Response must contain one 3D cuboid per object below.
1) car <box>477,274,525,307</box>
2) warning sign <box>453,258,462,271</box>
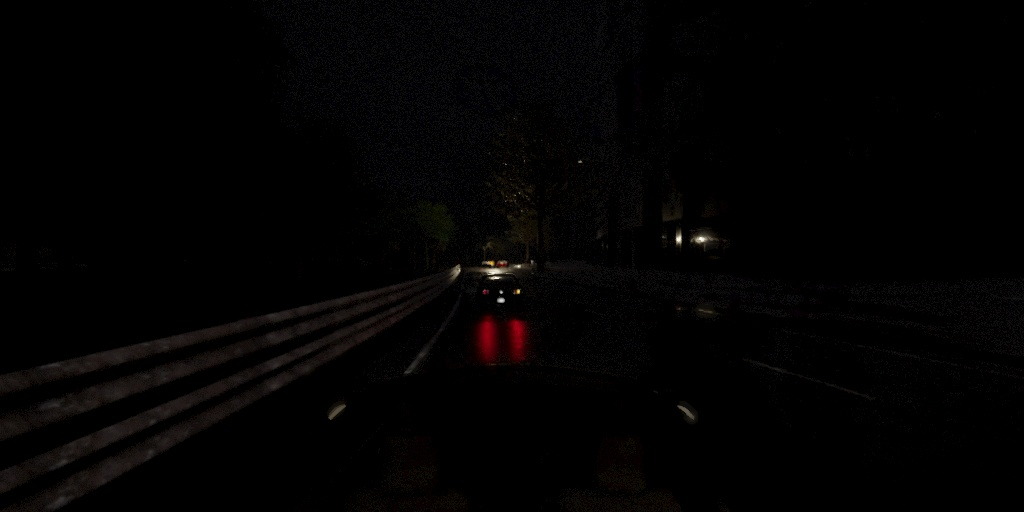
[{"bbox_3d":[-0.625,1.459,16.263,1.895,1.301,4.718,0,0,-5],"label":"car"},{"bbox_3d":[-7.873,1.235,52.265,1.300,1.860,1.060,0,0,-5],"label":"warning sign"}]
